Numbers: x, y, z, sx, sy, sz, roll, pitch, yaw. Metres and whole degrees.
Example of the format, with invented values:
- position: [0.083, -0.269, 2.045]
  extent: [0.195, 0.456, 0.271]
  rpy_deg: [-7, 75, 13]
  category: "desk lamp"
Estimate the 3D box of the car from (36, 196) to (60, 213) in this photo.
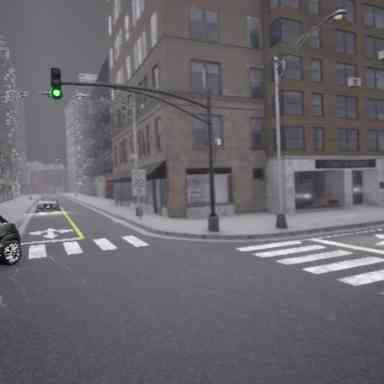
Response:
- position: [-13.748, 1.137, 31.760]
  extent: [1.994, 1.385, 4.181]
  rpy_deg: [-3, 2, -24]
  category: "car"

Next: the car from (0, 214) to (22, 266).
- position: [-6.637, 1.347, 8.392]
  extent: [2.097, 1.767, 4.553]
  rpy_deg: [-1, 4, 13]
  category: "car"
